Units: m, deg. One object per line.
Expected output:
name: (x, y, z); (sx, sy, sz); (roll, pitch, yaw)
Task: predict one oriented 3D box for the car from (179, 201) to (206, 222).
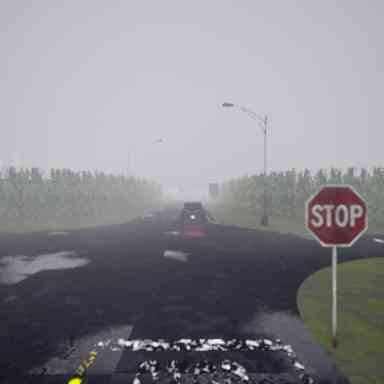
car: (0.057, 1.479, 25.788); (1.837, 1.490, 4.892); (0, 0, 0)
